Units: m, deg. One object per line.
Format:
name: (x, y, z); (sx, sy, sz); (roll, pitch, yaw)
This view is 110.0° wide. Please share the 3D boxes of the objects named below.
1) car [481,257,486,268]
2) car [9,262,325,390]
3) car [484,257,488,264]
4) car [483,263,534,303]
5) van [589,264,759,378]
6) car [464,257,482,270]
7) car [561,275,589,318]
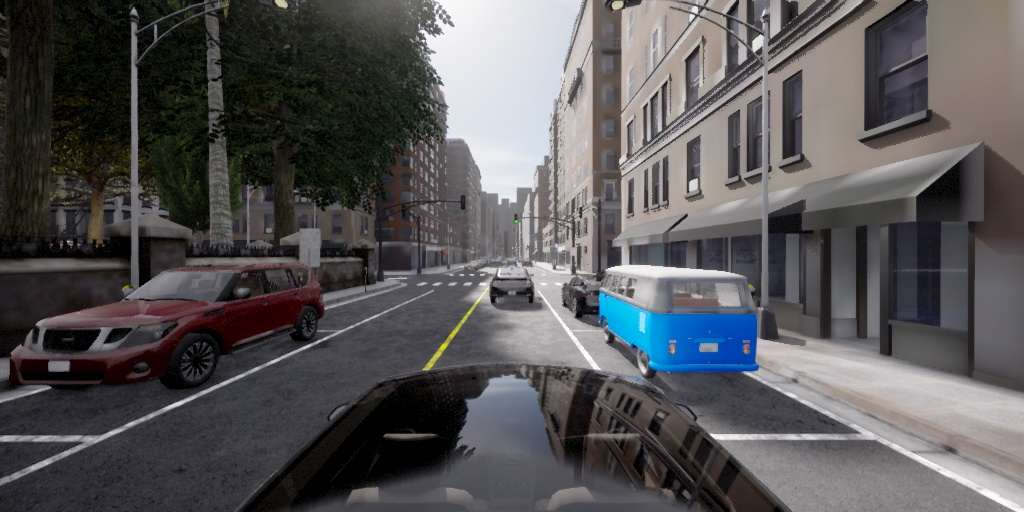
car: (-5.668, 1.271, 56.140); (2.007, 1.370, 4.403); (0, 0, 0)
car: (-5.668, 1.062, 7.001); (2.192, 1.841, 5.009); (0, 0, 0)
car: (-5.668, 1.264, 61.592); (1.888, 1.381, 4.507); (0, 0, 0)
car: (0.000, 1.241, 16.499); (2.128, 1.511, 4.902); (0, 0, 0)
van: (2.857, 1.089, 7.041); (1.690, 1.789, 3.998); (0, 0, 0)
car: (-5.668, 1.247, 50.520); (1.751, 1.417, 4.829); (0, 0, 0)
car: (2.857, 1.312, 12.702); (1.948, 1.339, 4.313); (0, 0, 0)
